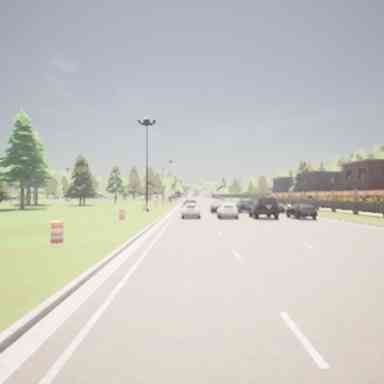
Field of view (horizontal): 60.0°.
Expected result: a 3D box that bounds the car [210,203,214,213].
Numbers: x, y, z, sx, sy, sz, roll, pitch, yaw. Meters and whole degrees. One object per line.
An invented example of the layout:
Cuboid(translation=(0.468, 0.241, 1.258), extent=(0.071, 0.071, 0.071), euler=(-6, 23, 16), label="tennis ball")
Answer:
Cuboid(translation=(3.307, 2.014, 43.009), extent=(1.895, 1.301, 4.718), euler=(0, -1, 0), label="car")

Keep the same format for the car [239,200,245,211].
Cuboid(translation=(6.811, 1.766, 43.320), extent=(2.097, 1.767, 4.553), euler=(0, -1, 0), label="car")

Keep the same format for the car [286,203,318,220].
Cuboid(translation=(10.399, 1.795, 31.838), extent=(2.128, 1.511, 4.902), euler=(0, -1, 0), label="car")

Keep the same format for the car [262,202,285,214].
Cuboid(translation=(10.305, 1.969, 42.388), extent=(1.994, 1.385, 4.181), euler=(0, -1, 0), label="car")

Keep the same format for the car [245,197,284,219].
Cuboid(translation=(6.893, 1.531, 32.301), extent=(2.150, 2.045, 5.566), euler=(0, -1, 1), label="car")

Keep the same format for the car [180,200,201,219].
Cuboid(translation=(-0.099, 1.843, 32.868), extent=(1.812, 1.442, 4.674), euler=(0, -1, 0), label="car")

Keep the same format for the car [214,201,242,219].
Cuboid(translation=(3.404, 1.835, 32.234), extent=(1.812, 1.442, 4.674), euler=(0, -1, 0), label="car")
